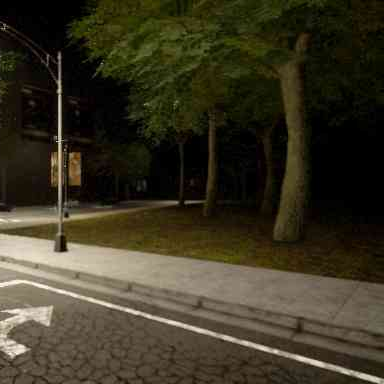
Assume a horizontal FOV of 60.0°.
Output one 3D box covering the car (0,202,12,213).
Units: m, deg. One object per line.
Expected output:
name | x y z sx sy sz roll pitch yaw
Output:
car | -23.622 1.882 39.724 1.994 1.385 4.181 0 0 12

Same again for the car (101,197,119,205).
car | -17.095 1.879 69.553 1.812 1.442 4.674 0 0 12

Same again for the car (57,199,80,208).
car | -20.324 1.868 54.838 1.812 1.442 4.674 0 0 13

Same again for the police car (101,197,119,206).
police car | -15.349 1.769 62.242 1.930 1.638 5.238 0 0 12
